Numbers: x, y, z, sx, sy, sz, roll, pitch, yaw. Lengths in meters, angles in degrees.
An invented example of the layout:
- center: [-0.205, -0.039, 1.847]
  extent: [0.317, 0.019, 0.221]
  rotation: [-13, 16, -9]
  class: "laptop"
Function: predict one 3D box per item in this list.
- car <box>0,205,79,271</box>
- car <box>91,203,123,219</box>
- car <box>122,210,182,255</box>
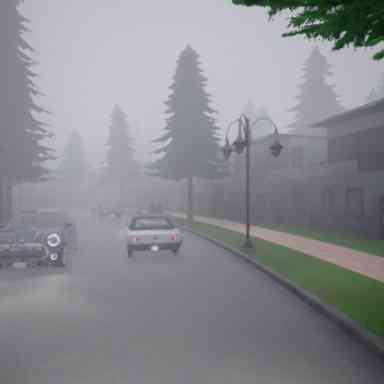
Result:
- center: [-5.081, 1.356, 11.050]
  extent: [2.097, 1.767, 4.553]
  rotation: [0, 0, -13]
  class: "car"
- center: [-7.398, 1.581, 28.578]
  extent: [1.895, 1.301, 4.718]
  rotation: [0, 0, -27]
  class: "car"
- center: [-1.709, 1.583, 13.264]
  extent: [1.895, 1.301, 4.718]
  rotation: [0, 0, -12]
  class: "car"
